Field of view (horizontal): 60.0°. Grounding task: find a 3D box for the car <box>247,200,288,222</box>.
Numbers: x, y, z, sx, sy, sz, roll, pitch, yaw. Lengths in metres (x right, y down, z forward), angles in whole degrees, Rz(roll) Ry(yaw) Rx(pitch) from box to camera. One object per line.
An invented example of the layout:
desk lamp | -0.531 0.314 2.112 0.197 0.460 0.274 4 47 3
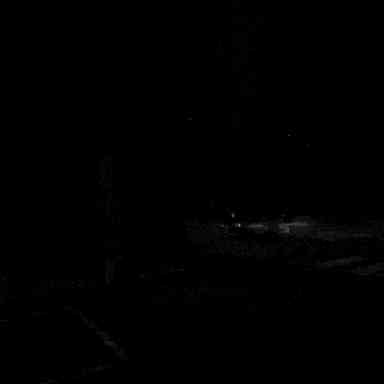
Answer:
car | 4.970 1.395 25.172 1.837 1.490 4.892 1 0 -35

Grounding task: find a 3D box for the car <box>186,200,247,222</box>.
car | 1.405 1.333 24.601 2.128 1.511 4.902 1 0 -35
